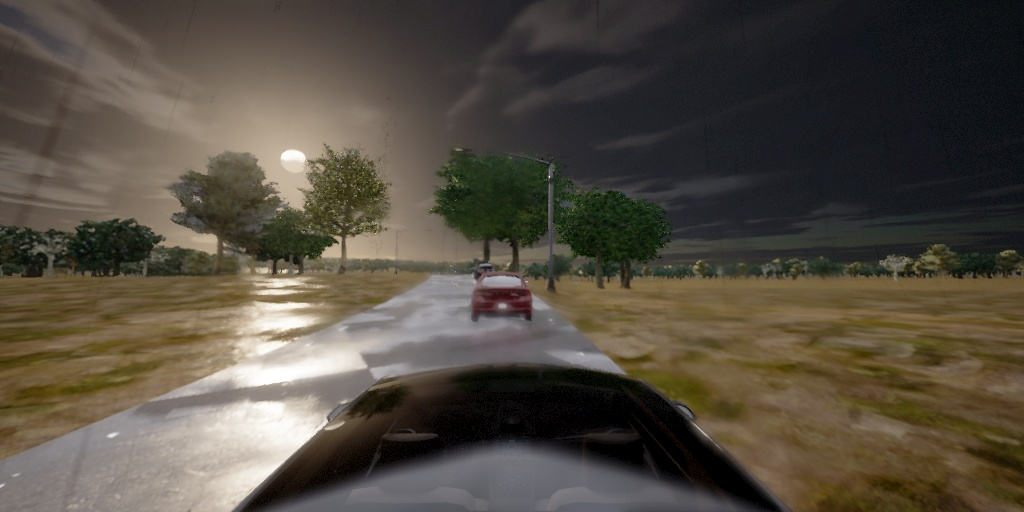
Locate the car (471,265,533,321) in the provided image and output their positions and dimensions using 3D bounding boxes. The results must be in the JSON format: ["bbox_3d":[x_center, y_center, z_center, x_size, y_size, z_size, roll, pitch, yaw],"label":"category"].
[{"bbox_3d":[-0.384,1.277,12.700,1.882,1.535,5.008,0,0,-3],"label":"car"}]

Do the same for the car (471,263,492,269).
[{"bbox_3d":[-2.538,1.377,32.578,1.837,1.490,4.892,-4,-1,-10],"label":"car"}]
